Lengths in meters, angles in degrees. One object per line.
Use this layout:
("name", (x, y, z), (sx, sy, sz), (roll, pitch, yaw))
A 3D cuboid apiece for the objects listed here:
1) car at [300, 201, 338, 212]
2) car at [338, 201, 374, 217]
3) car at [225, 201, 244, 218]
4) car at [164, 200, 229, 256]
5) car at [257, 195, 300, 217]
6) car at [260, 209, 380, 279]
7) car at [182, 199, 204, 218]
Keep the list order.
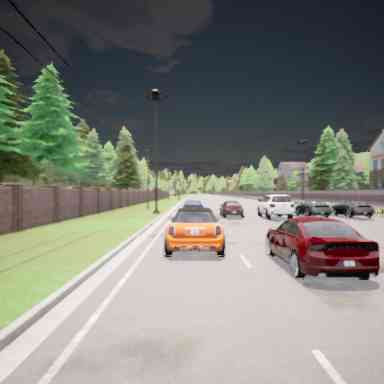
("car", (10.600, 1.510, 29.472), (2.128, 1.511, 4.902), (0, 0, 0))
("car", (14.100, 1.510, 29.467), (2.128, 1.511, 4.902), (0, 0, 0))
("car", (3.601, 1.545, 30.528), (1.812, 1.442, 4.674), (0, 0, 0))
("car", (0.099, 1.360, 13.233), (2.097, 1.767, 4.553), (0, 0, 0))
("car", (7.101, 1.239, 28.614), (2.150, 2.045, 5.566), (0, 0, 0))
("car", (3.597, 1.484, 10.068), (1.882, 1.535, 5.008), (0, 0, 0))
("car", (0.101, 1.497, 31.082), (1.882, 1.535, 5.008), (0, 0, 0))
